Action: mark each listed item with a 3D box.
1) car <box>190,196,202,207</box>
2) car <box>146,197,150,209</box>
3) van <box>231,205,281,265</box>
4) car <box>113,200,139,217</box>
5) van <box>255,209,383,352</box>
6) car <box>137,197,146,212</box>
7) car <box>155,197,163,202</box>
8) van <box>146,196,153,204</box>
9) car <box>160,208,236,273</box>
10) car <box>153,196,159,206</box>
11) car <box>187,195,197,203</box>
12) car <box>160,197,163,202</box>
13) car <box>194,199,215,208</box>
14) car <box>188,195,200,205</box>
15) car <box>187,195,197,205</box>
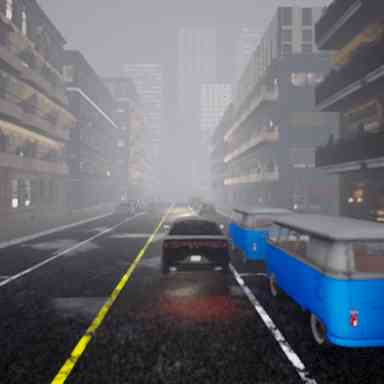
[{"bbox_3d":[1.111,1.718,45.421,1.752,1.417,4.829,-1,0,-2],"label":"car"},{"bbox_3d":[-7.226,1.768,44.983,2.008,1.369,4.403,-1,0,-2],"label":"car"},{"bbox_3d":[2.305,1.385,11.660,1.690,1.788,3.998,-1,0,-2],"label":"van"},{"bbox_3d":[-6.828,1.749,33.786,1.802,1.307,4.206,-1,0,-2],"label":"car"},{"bbox_3d":[2.503,1.360,6.061,1.690,1.788,3.998,-1,0,-2],"label":"van"},{"bbox_3d":[-7.029,1.632,39.385,1.967,1.590,4.097,-1,0,-2],"label":"car"},{"bbox_3d":[-8.846,2.001,89.770,1.802,1.307,4.206,-1,0,-2],"label":"car"},{"bbox_3d":[-7.427,1.583,50.582,1.690,1.788,3.998,-1,0,-2],"label":"van"},{"bbox_3d":[0.056,1.524,10.847,1.882,1.535,5.008,0,0,-1],"label":"car"},{"bbox_3d":[-7.848,1.607,61.779,2.192,1.841,5.009,-1,0,-2],"label":"car"},{"bbox_3d":[-0.077,1.658,78.843,2.192,1.841,5.009,-1,0,-2],"label":"car"},{"bbox_3d":[-8.648,1.975,84.171,1.802,1.307,4.206,-1,0,-2],"label":"car"},{"bbox_3d":[1.515,1.724,34.053,1.802,1.307,4.206,-1,0,-2],"label":"car"},{"bbox_3d":[0.319,1.607,67.645,2.192,1.841,5.009,-1,0,-2],"label":"car"},{"bbox_3d":[0.716,1.557,56.448,2.192,1.841,5.009,-1,0,-2],"label":"car"}]
